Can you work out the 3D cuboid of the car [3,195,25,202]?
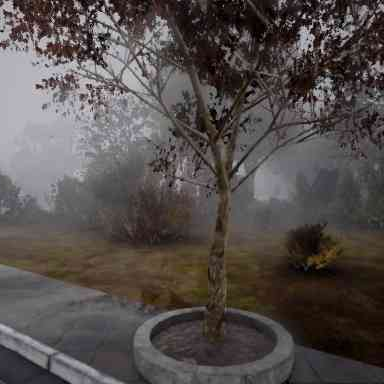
[{"bbox_3d":[-22.616,1.175,43.304,1.837,1.490,4.892,1,0,32],"label":"car"}]
